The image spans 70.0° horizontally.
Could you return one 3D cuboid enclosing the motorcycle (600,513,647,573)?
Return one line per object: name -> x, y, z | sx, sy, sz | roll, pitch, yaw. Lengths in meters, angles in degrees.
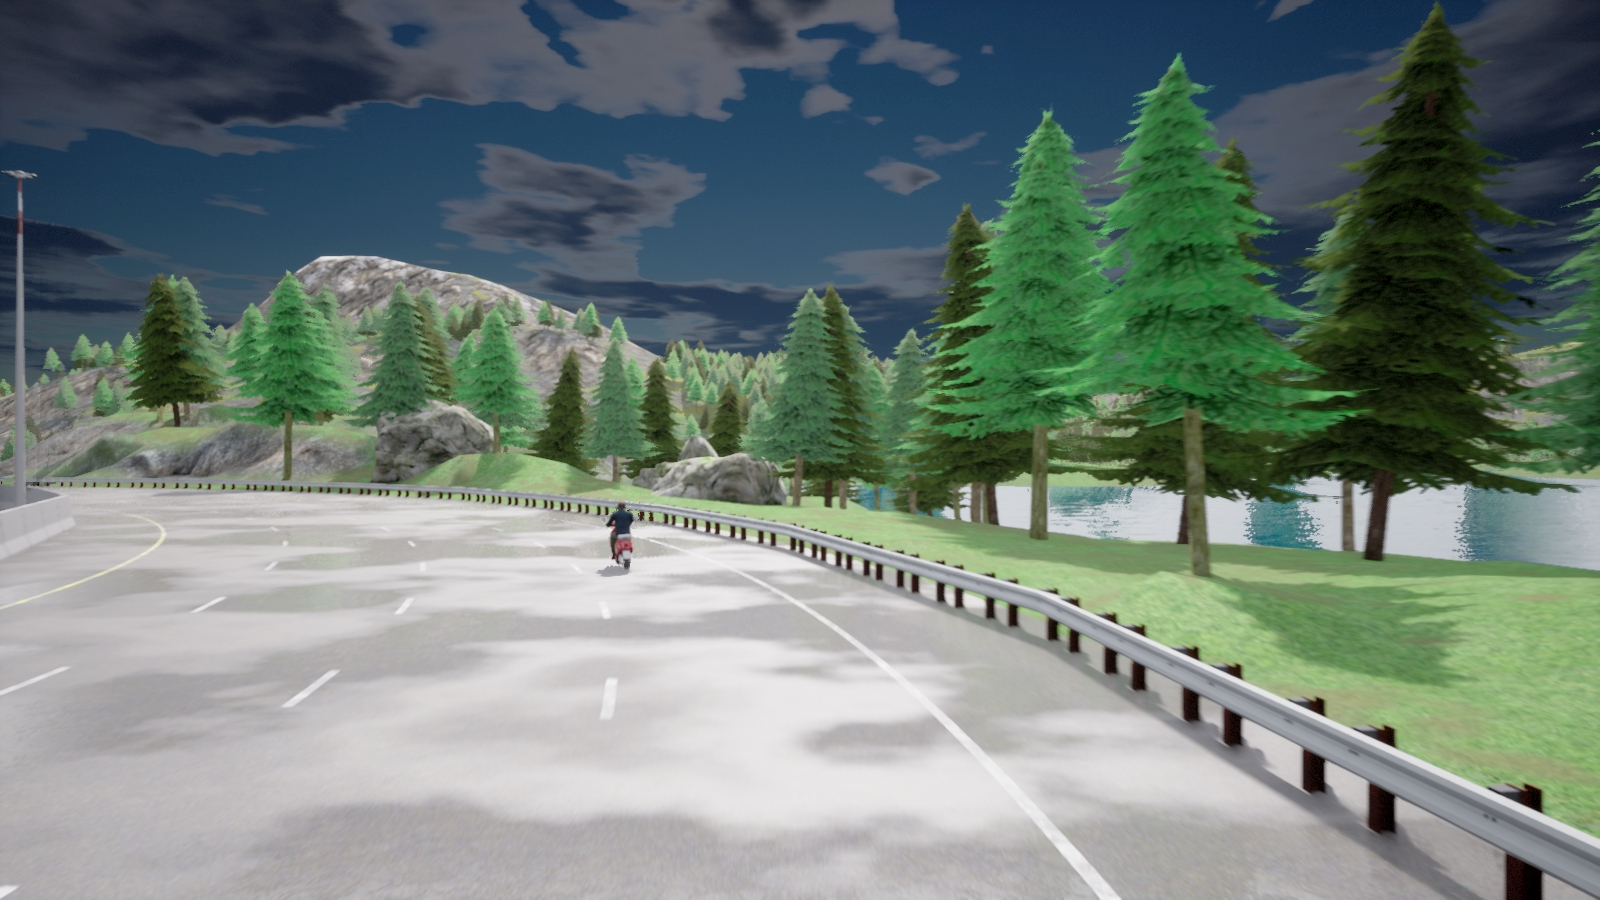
motorcycle -> -4.235, 2.203, 27.306 | 0.856, 1.236, 1.805 | -2, 0, -16
